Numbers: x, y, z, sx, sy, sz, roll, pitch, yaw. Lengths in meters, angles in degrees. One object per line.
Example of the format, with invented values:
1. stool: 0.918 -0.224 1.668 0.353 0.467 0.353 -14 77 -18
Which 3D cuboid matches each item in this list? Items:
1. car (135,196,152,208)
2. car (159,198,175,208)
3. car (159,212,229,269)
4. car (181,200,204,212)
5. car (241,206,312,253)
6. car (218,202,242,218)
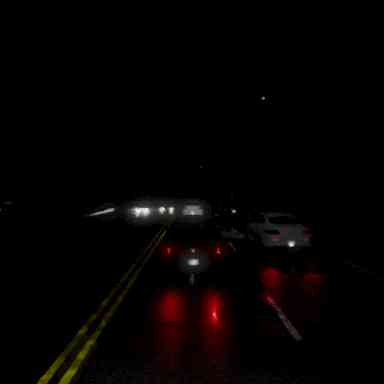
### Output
1. car: -6.588 1.367 45.758 2.128 1.511 4.902 0 0 0
2. car: -3.341 1.440 45.164 1.994 1.385 4.181 0 0 0
3. car: 0.060 1.574 11.057 1.895 1.301 4.718 0 0 0
4. car: 0.068 1.452 28.518 1.812 1.442 4.674 0 0 0
5. car: 3.323 1.493 13.393 1.812 1.442 4.674 0 0 0
6. car: 3.315 1.492 28.093 1.994 1.385 4.181 0 0 0
